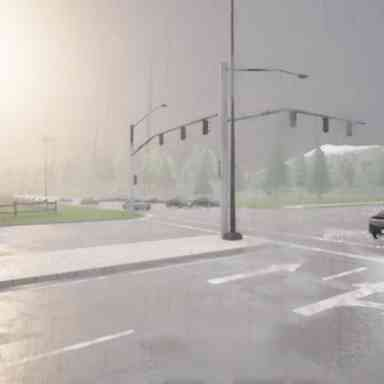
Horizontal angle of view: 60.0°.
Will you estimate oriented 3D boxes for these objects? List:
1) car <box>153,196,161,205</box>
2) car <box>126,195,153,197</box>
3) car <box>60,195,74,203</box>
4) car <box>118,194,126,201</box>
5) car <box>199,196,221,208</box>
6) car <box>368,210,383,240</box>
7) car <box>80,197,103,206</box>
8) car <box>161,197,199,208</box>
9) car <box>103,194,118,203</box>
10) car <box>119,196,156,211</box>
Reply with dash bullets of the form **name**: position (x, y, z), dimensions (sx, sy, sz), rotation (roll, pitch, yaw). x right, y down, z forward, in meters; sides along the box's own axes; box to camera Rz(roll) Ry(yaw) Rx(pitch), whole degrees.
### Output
- **car**: position (-5.871, 1.382, 56.768), dimensions (1.812, 1.442, 4.674), rotation (0, 0, -35)
- **car**: position (-8.665, 1.400, 54.646), dimensions (1.812, 1.442, 4.674), rotation (0, 1, -35)
- **car**: position (-24.902, 1.409, 65.880), dimensions (1.812, 1.442, 4.674), rotation (0, 0, -35)
- **car**: position (-14.352, 1.209, 69.098), dimensions (2.097, 1.767, 4.553), rotation (0, 0, -35)
- **car**: position (2.131, 1.359, 45.231), dimensions (1.837, 1.490, 4.892), rotation (0, 1, -35)
- **car**: position (9.948, 1.406, 15.147), dimensions (4.902, 1.511, 2.128), rotation (0, 0, -35)
- **car**: position (-16.453, 1.510, 53.597), dimensions (1.895, 1.301, 4.718), rotation (0, 0, -35)
- **car**: position (-1.742, 1.366, 44.666), dimensions (2.128, 1.511, 4.902), rotation (0, 0, -34)
- **car**: position (-17.057, 1.424, 66.858), dimensions (1.994, 1.385, 4.181), rotation (0, 0, -35)
- **car**: position (-6.555, 1.511, 39.317), dimensions (1.895, 1.301, 4.718), rotation (0, 0, -35)
